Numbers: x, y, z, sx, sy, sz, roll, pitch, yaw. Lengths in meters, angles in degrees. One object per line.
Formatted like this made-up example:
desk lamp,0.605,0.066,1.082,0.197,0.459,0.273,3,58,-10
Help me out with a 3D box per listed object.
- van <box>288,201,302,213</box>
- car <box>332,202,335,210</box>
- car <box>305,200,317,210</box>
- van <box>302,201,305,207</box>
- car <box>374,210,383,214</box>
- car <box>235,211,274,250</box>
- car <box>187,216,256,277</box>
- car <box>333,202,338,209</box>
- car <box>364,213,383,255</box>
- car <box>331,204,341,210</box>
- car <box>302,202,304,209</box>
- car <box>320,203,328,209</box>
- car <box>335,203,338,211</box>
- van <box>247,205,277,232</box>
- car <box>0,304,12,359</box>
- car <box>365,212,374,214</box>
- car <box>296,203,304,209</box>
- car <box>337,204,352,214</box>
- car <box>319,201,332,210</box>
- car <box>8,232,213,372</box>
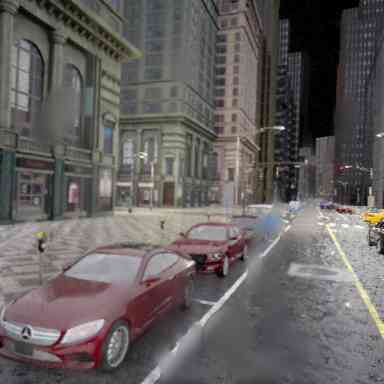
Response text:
van,17.366,2.550,56.694,1.690,1.788,3.998,2,-1,20
car,33.003,3.537,74.663,1.752,1.417,4.829,2,-1,20
car,27.678,3.345,76.901,2.128,1.511,4.902,2,-1,20
van,23.041,2.929,72.263,1.690,1.788,3.998,2,-1,20
car,14.288,2.301,23.312,1.752,1.417,4.829,2,-1,20
car,2.519,1.806,15.922,1.947,1.339,4.313,2,-1,20
car,0.667,1.666,10.837,1.887,1.381,4.507,2,-1,20
car,31.055,3.425,69.313,1.887,1.381,4.507,2,-1,20
car,9.391,2.014,15.320,1.837,1.490,4.892,2,-1,20
car,36.724,3.806,84.885,1.887,1.381,4.507,2,-1,20
car,19.250,2.879,61.882,1.887,1.381,4.507,2,-1,20
car,34.843,3.617,87.796,1.994,1.385,4.181,2,-1,20
car,29.165,3.299,64.122,1.887,1.381,4.507,2,-1,20
van,4.380,1.701,21.009,1.690,1.788,3.998,2,-1,20
car,-3.038,1.437,0.667,2.008,1.369,4.403,2,-1,20
car,19.396,2.471,32.335,5.008,1.535,1.882,1,0,-3
car,26.815,3.424,82.639,1.802,1.307,4.206,2,-1,20
car,27.275,3.172,58.932,1.887,1.381,4.507,2,-1,20
car,30.705,3.388,76.444,1.882,1.535,5.008,2,-1,20
car,-1.187,1.586,5.751,1.802,1.307,4.206,2,-1,20
